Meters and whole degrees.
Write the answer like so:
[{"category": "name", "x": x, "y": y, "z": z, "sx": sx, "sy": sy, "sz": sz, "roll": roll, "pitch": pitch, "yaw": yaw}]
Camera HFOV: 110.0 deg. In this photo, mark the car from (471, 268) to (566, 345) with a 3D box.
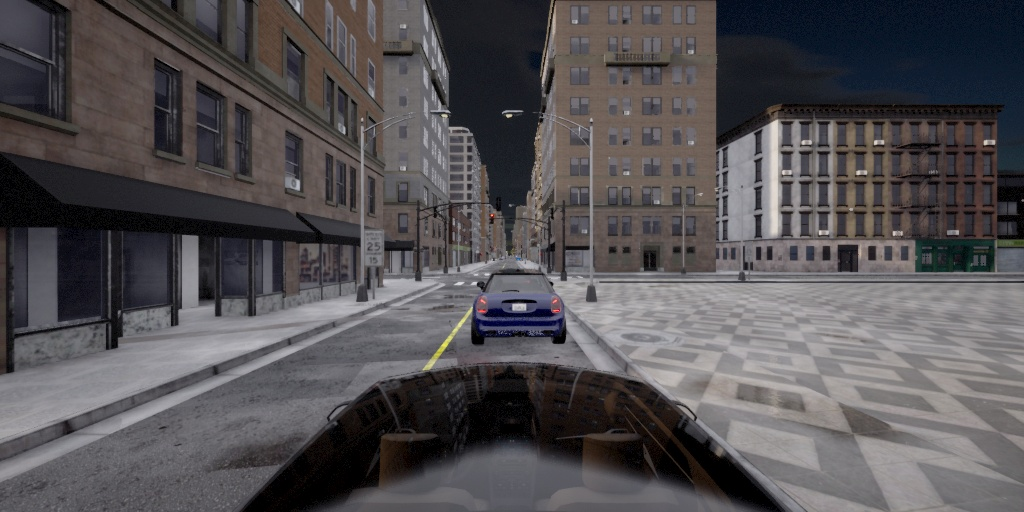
[{"category": "car", "x": 0.100, "y": 1.102, "z": 9.706, "sx": 2.097, "sy": 1.767, "sz": 4.553, "roll": 0, "pitch": 0, "yaw": -1}]
